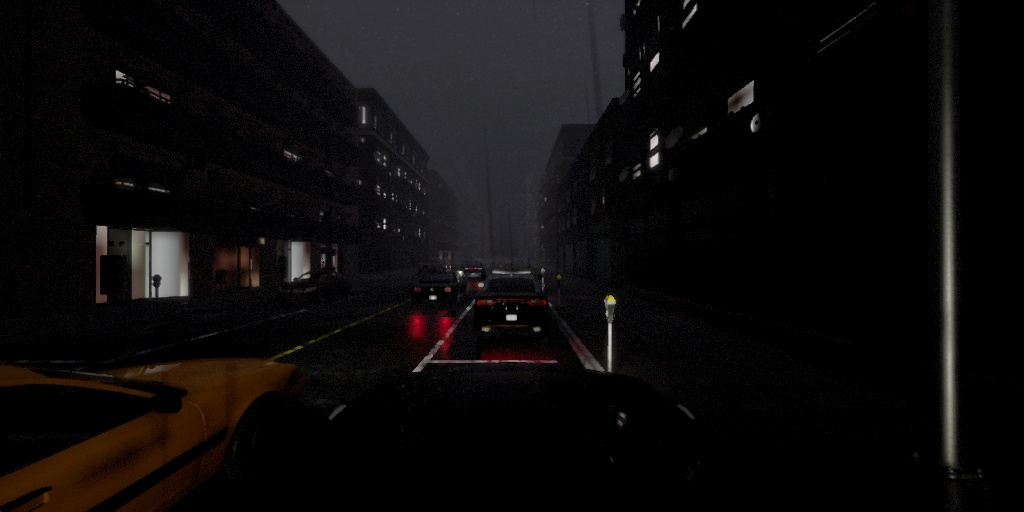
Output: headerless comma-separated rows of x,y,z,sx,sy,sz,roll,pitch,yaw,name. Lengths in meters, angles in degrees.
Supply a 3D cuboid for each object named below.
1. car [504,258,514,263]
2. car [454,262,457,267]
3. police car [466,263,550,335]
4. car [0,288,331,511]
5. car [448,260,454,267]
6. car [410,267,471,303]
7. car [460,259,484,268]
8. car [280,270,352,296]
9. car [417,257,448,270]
-0.456,1.274,39.173,1.751,1.417,4.829,0,0,0,car
-8.837,1.292,50.280,1.888,1.381,4.507,0,0,0,car
-0.011,1.175,10.609,1.930,1.638,5.238,0,0,0,police car
-3.145,1.206,1.693,1.801,1.575,5.366,0,0,0,car
-8.837,1.188,44.643,1.967,1.591,4.097,0,0,0,car
-3.145,1.367,16.494,1.895,1.301,4.718,0,0,0,car
-3.145,1.246,31.464,2.128,1.511,4.902,0,0,0,car
-8.837,1.332,16.462,1.802,1.307,4.207,0,0,0,car
-8.837,1.063,39.007,2.192,1.841,5.009,0,0,0,car
